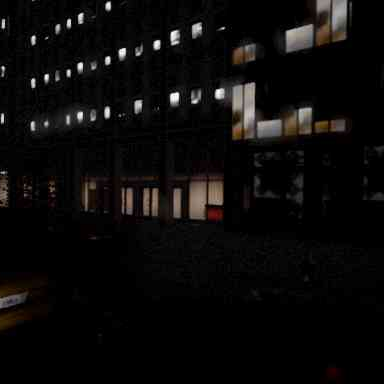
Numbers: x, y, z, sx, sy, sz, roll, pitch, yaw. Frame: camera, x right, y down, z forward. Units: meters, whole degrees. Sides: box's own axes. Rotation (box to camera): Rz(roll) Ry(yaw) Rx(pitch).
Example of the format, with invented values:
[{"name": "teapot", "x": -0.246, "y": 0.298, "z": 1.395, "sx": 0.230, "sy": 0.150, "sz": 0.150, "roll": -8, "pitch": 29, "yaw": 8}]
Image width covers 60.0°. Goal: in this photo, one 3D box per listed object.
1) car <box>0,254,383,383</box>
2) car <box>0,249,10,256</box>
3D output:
[{"name": "car", "x": 0.340, "y": 1.433, "z": 2.620, "sx": 4.097, "sy": 1.590, "sz": 1.967, "roll": 0, "pitch": 1, "yaw": 36}, {"name": "car", "x": -4.424, "y": 1.484, "z": 6.021, "sx": 4.829, "sy": 1.417, "sz": 1.752, "roll": 0, "pitch": 1, "yaw": 36}]
